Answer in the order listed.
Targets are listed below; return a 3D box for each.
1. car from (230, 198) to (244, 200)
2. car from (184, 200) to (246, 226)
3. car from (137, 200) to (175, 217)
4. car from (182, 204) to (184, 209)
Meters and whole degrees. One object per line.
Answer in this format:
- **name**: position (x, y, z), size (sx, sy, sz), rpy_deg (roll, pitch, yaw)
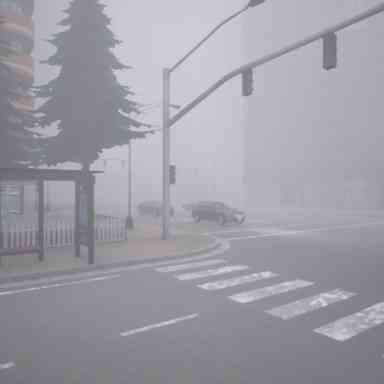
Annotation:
- **car**: position (2.056, 1.528, 29.989), size (1.882, 1.535, 5.008), rpy_deg (0, 0, -35)
- **car**: position (1.819, 1.543, 24.197), size (2.128, 1.511, 4.902), rpy_deg (0, 0, -34)
- **car**: position (-3.516, 1.529, 31.811), size (1.882, 1.535, 5.008), rpy_deg (0, 0, -35)
- **car**: position (0.842, 1.650, 38.040), size (1.895, 1.301, 4.718), rpy_deg (0, 0, -36)
